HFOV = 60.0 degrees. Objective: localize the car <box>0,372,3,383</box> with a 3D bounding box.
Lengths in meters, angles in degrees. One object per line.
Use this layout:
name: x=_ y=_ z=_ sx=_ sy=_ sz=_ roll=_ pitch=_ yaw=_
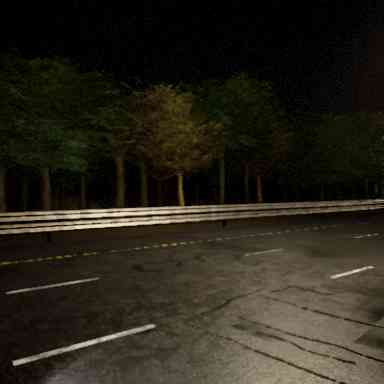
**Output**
car: x=-3.181 y=1.573 z=1.599 sx=4.181 sy=1.385 sz=1.994 roll=0 pitch=0 yaw=-35
